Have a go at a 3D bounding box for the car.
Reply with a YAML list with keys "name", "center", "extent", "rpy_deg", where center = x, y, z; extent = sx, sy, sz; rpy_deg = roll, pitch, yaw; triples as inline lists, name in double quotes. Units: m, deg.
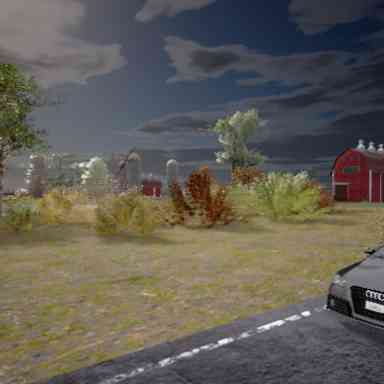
- name: "car"
  center: [4.405, 1.568, 6.214]
  extent: [4.181, 1.385, 1.994]
  rpy_deg: [0, 0, -35]
